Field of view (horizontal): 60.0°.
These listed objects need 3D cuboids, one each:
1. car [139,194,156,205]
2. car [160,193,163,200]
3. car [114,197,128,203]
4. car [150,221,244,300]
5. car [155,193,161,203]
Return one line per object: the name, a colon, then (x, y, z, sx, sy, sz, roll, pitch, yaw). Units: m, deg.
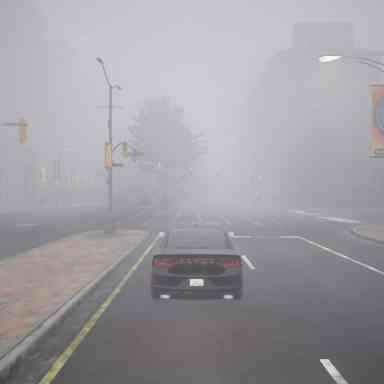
car: (-7.841, 1.505, 56.473, 1.837, 1.490, 4.892, 0, 0, 1)
car: (-7.674, 1.225, 76.484, 2.150, 2.045, 5.566, 0, 0, 0)
car: (-14.460, 1.595, 67.846, 1.895, 1.301, 4.718, 0, 0, 0)
car: (0.114, 1.478, 8.462, 1.882, 1.535, 5.008, 0, 0, 1)
car: (-7.754, 1.526, 65.732, 1.812, 1.442, 4.674, 0, 0, 1)
